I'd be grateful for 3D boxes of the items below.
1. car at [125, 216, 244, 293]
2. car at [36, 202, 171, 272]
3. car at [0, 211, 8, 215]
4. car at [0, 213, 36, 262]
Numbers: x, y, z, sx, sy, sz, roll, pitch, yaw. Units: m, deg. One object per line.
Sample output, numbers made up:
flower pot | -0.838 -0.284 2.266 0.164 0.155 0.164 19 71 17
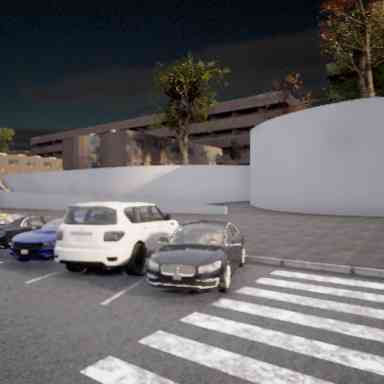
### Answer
car | 0.341 1.552 9.261 2.231 1.521 4.892 0 -1 16
car | -2.091 1.337 11.025 2.435 2.045 5.566 -1 -1 16
car | -6.948 1.672 14.456 2.231 1.521 4.892 -1 -1 16
car | -4.513 1.628 12.729 2.097 1.535 5.008 0 -1 16
